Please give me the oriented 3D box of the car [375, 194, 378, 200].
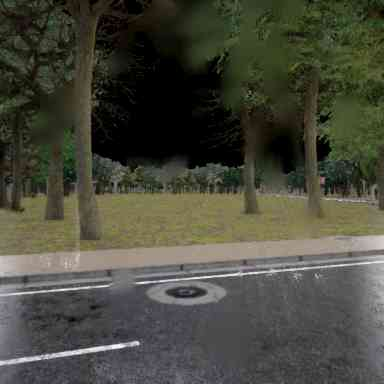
[{"bbox_3d":[45.089,1.225,80.156,1.812,1.442,4.674,0,0,5],"label":"car"}]
